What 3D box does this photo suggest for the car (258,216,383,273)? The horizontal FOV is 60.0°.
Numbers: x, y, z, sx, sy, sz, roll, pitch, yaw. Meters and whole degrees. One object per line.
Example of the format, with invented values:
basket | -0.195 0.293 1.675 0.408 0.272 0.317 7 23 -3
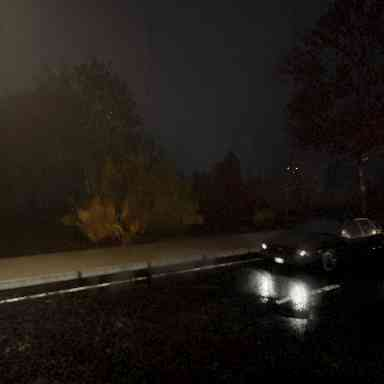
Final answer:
car | 4.627 1.495 10.726 5.357 1.411 2.033 0 0 -34
